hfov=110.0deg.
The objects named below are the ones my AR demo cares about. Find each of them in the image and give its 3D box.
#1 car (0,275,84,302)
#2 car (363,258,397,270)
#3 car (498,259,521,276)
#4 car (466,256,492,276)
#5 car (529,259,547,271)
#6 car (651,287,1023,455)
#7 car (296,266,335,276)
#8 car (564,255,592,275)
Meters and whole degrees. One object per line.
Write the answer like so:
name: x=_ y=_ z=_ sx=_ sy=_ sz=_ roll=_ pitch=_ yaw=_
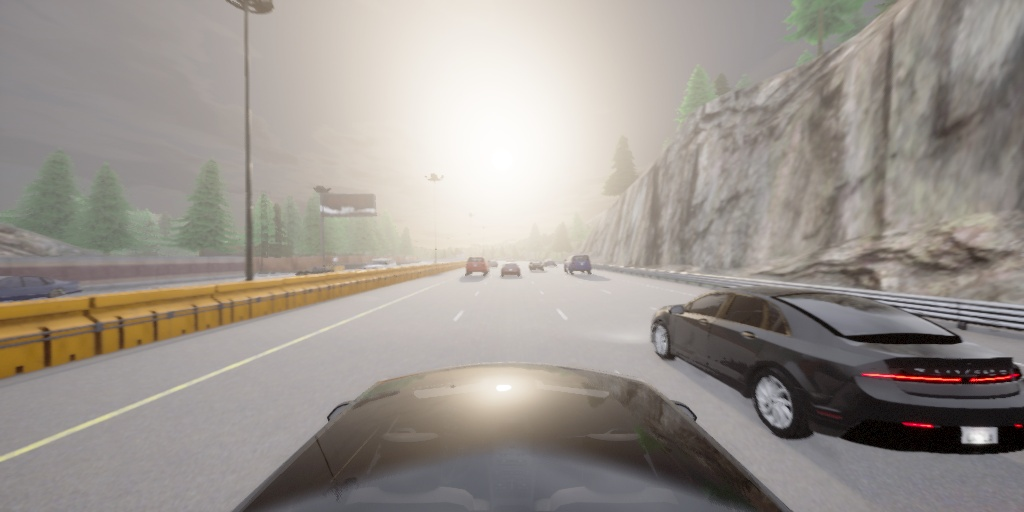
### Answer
car: x=-24.714 y=1.665 z=17.457 sx=2.033 sy=1.411 sz=5.357 roll=-1 pitch=0 yaw=-1
car: x=-14.219 y=1.304 z=38.897 sx=2.150 sy=2.045 sz=5.566 roll=-1 pitch=0 yaw=0
car: x=-0.122 y=1.335 z=37.514 sx=1.994 sy=1.385 sz=4.181 roll=-1 pitch=0 yaw=0
car: x=-3.655 y=1.045 z=38.596 sx=2.150 sy=2.045 sz=5.566 roll=-1 pitch=0 yaw=0
car: x=3.230 y=1.329 z=48.765 sx=1.895 sy=1.301 sz=4.718 roll=-1 pitch=0 yaw=1
car: x=3.738 y=1.202 z=5.317 sx=1.837 sy=1.490 sz=4.892 roll=0 pitch=0 yaw=-1
car: x=-21.213 y=1.746 z=38.908 sx=1.895 sy=1.301 sz=4.718 roll=-1 pitch=0 yaw=0
car: x=6.845 y=0.892 z=37.693 sx=2.150 sy=2.045 sz=5.566 roll=-1 pitch=0 yaw=0
